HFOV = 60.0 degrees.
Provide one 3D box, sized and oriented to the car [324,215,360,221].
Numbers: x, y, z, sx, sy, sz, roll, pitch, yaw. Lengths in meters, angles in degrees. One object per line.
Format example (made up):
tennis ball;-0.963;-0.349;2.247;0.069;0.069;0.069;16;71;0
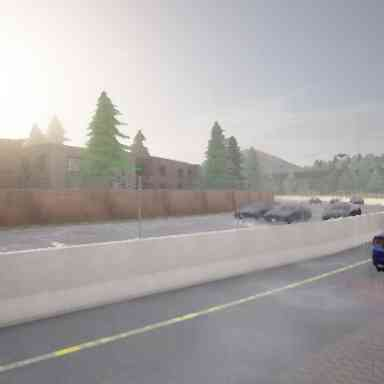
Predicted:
car;11.142;1.563;24.505;1.837;1.490;4.892;0;0;40

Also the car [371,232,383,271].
car;7.089;1.498;9.892;5.008;1.535;1.882;0;0;-42
